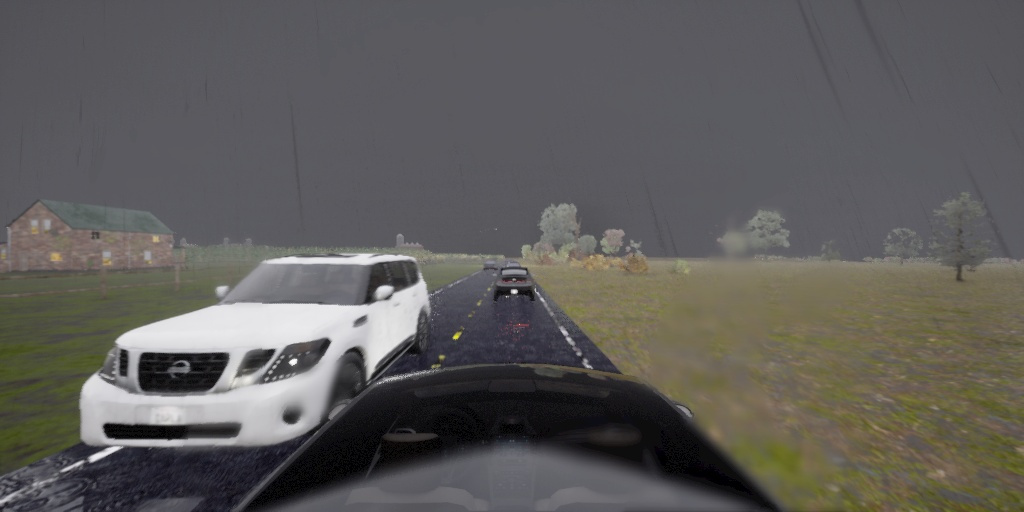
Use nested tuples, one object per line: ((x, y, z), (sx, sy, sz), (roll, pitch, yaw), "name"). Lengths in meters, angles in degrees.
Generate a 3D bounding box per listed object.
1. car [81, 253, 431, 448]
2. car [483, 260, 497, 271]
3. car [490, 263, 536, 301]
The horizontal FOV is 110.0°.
((-2.850, 0.970, 5.736), (2.150, 2.045, 5.566), (0, 0, 0), "car")
((-2.832, 1.298, 48.218), (2.033, 1.411, 5.357), (0, 0, 0), "car")
((0.100, 1.253, 17.461), (1.837, 1.490, 4.892), (0, 0, 0), "car")
